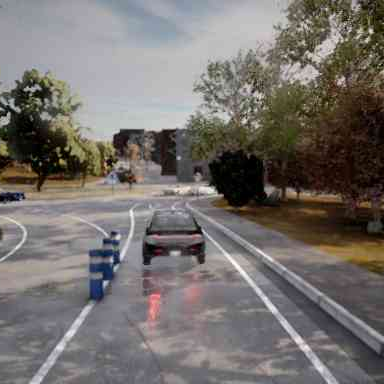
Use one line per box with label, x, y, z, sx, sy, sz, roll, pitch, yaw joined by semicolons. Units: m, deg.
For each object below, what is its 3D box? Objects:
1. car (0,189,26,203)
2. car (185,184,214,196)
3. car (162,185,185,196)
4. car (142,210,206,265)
car;-18.757;0.362;32.287;4.718;1.301;1.895;0;4;4
car;1.479;-0.317;41.602;1.812;1.442;4.674;2;4;31
car;-1.858;-0.300;42.512;1.895;1.301;4.718;2;4;28
car;-0.657;1.353;11.325;2.128;1.511;4.902;0;2;-5
